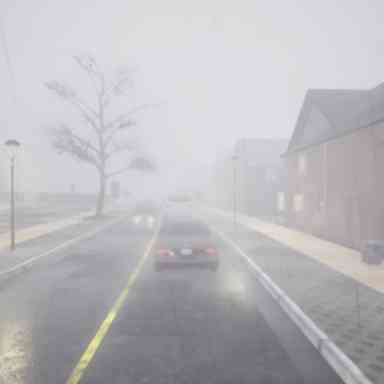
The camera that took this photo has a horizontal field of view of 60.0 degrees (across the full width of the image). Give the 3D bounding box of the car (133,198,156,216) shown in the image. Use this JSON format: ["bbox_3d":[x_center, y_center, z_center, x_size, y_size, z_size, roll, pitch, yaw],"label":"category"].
[{"bbox_3d":[-4.384,1.512,31.245,1.994,1.385,4.181,0,0,-5],"label":"car"}]

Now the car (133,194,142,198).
[{"bbox_3d":[-14.417,1.350,87.871,2.128,1.511,4.902,0,0,-14],"label":"car"}]

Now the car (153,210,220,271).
[{"bbox_3d":[-0.205,1.530,10.770,2.033,1.411,5.357,0,0,-2],"label":"car"}]

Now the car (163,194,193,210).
[{"bbox_3d":[-1.105,1.175,26.399,2.150,2.045,5.566,0,0,-4],"label":"car"}]
